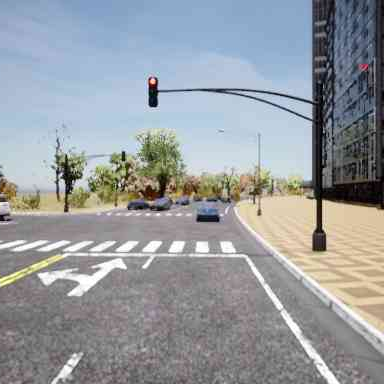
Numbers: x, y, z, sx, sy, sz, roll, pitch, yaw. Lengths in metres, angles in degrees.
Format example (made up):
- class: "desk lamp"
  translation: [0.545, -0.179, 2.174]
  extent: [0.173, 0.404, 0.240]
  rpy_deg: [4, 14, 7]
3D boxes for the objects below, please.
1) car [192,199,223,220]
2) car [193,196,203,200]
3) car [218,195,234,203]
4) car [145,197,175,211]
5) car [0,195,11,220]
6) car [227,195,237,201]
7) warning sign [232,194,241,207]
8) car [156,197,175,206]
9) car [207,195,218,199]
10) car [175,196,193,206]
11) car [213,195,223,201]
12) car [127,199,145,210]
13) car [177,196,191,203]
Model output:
- class: "car"
  translation: [1.427, 1.567, 28.204]
  extent: [2.033, 1.411, 5.357]
  rpy_deg: [0, 0, 5]
- class: "car"
  translation: [1.259, 1.552, 72.725]
  extent: [1.837, 1.490, 4.892]
  rpy_deg: [0, 0, 11]
- class: "car"
  translation: [7.389, 1.583, 70.275]
  extent: [2.128, 1.511, 4.902]
  rpy_deg: [0, 0, 12]
- class: "car"
  translation: [-3.925, 1.575, 41.524]
  extent: [2.033, 1.411, 5.357]
  rpy_deg: [0, 0, 7]
- class: "car"
  translation: [-17.291, 1.264, 26.257]
  extent: [5.566, 2.045, 2.150]
  rpy_deg: [0, 0, 5]
- class: "car"
  translation: [9.579, 1.444, 80.260]
  extent: [1.837, 1.490, 4.892]
  rpy_deg: [0, 0, 14]
- class: "warning sign"
  translation: [6.464, 1.155, 48.303]
  extent: [1.300, 1.860, 1.060]
  rpy_deg: [0, 0, 8]
- class: "car"
  translation: [-4.650, 1.591, 59.115]
  extent: [2.033, 1.411, 5.357]
  rpy_deg: [0, 0, 10]
- class: "car"
  translation: [4.196, 1.608, 70.873]
  extent: [1.994, 1.385, 4.181]
  rpy_deg: [0, 0, 12]
- class: "car"
  translation: [-1.639, 1.591, 57.448]
  extent: [2.033, 1.411, 5.357]
  rpy_deg: [0, 0, 10]
- class: "car"
  translation: [6.315, 1.447, 80.580]
  extent: [1.812, 1.442, 4.674]
  rpy_deg: [0, 0, 14]
- class: "car"
  translation: [-6.993, 1.592, 43.046]
  extent: [1.994, 1.385, 4.181]
  rpy_deg: [0, 0, 7]
- class: "car"
  translation: [-1.695, 1.586, 74.491]
  extent: [2.033, 1.411, 5.357]
  rpy_deg: [0, 0, 11]
